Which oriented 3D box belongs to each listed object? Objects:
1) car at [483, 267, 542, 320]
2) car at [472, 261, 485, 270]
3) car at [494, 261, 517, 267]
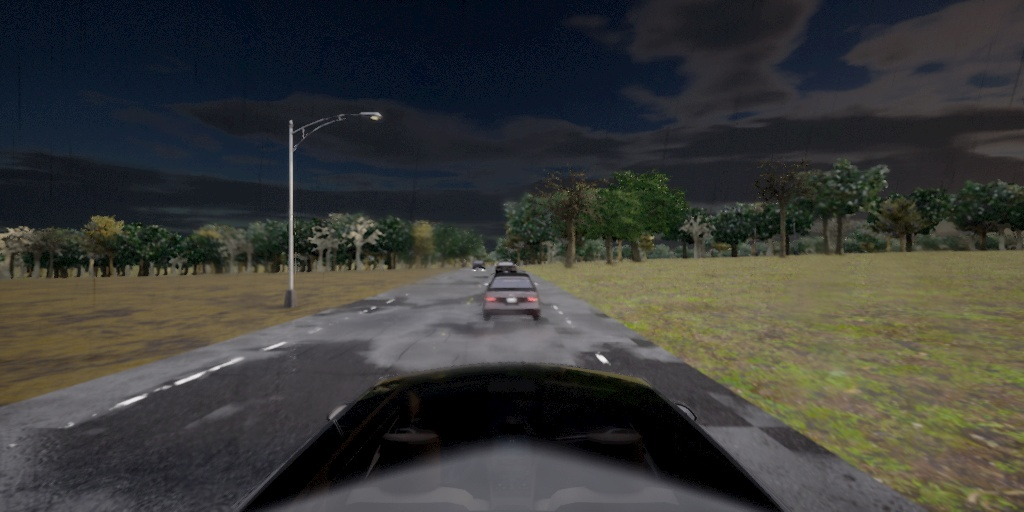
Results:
[{"bbox_3d":[-0.014,1.297,12.640,2.033,1.411,5.357,0,0,0],"label":"car"},{"bbox_3d":[-5.121,1.407,55.822,2.033,1.411,5.357,0,-1,-2],"label":"car"},{"bbox_3d":[-0.593,1.198,33.145,1.882,1.535,5.008,0,0,-2],"label":"car"}]
